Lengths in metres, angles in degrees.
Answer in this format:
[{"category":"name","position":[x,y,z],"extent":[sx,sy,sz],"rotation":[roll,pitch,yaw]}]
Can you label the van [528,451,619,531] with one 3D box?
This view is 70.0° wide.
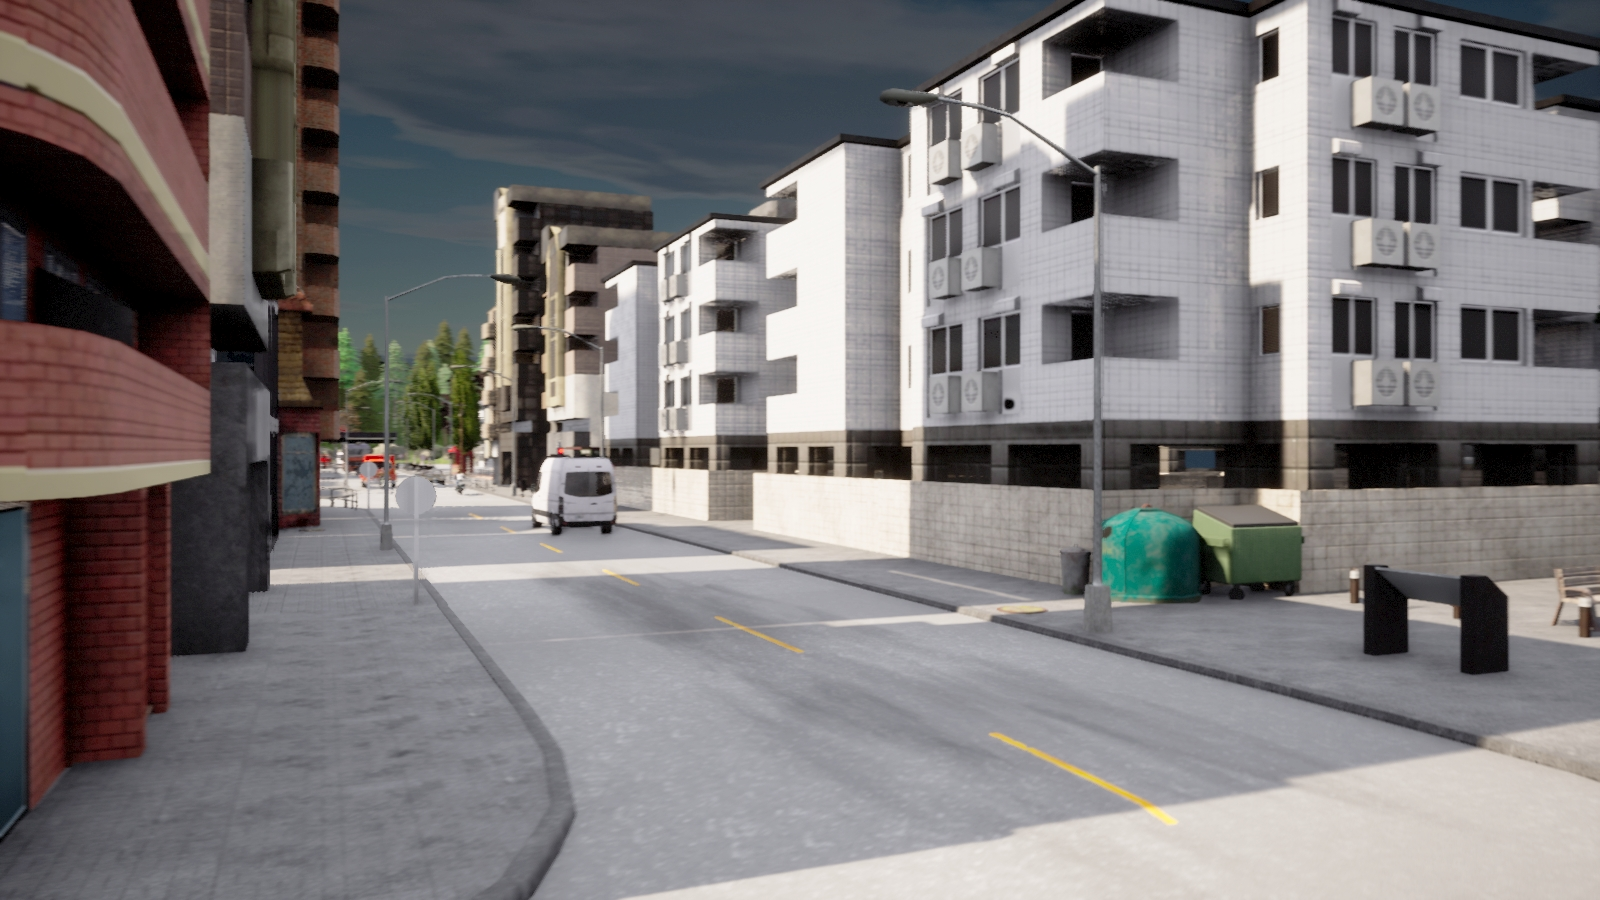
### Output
[{"category":"van","position":[-8.000,1.329,39.907],"extent":[1.988,2.561,5.915],"rotation":[0,0,-23]}]
